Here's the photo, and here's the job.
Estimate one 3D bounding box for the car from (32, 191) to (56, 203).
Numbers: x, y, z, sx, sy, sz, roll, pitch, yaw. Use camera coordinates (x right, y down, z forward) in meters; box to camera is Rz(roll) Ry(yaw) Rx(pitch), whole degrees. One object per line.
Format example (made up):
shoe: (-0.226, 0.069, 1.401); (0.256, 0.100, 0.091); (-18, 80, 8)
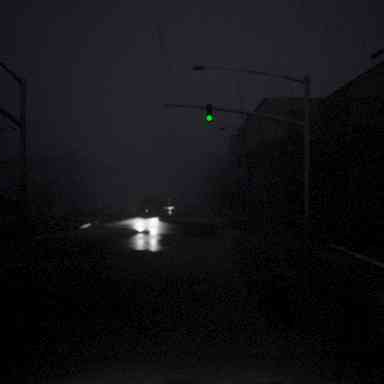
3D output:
car: (-22.591, 0.756, 51.537); (1.905, 1.878, 3.866); (0, 1, 0)

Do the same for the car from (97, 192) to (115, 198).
car: (-22.121, 0.826, 85.541); (4.611, 1.667, 2.242); (0, 1, 0)

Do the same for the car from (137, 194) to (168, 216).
car: (-3.571, 1.207, 28.818); (2.128, 1.511, 4.902); (0, 1, 0)

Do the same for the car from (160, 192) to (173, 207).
car: (-3.552, 0.929, 43.022); (2.097, 1.767, 4.553); (0, 0, 0)

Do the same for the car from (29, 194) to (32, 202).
car: (-25.917, 1.033, 52.143); (1.970, 1.475, 3.806); (0, 1, 0)

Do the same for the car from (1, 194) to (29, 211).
car: (-18.896, 1.153, 33.669); (2.007, 1.523, 4.514); (0, 1, 0)
